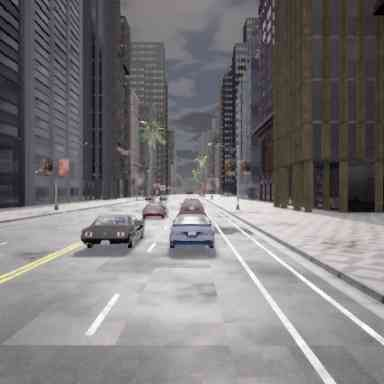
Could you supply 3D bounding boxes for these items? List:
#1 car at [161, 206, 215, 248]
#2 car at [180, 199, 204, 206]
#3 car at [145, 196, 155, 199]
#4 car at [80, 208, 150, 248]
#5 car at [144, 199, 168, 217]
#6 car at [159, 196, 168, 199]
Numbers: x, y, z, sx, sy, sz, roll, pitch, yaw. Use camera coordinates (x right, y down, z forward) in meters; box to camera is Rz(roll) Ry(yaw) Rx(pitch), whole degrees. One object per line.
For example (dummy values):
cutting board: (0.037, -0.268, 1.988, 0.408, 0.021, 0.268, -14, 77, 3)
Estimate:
car: (0.000, 1.563, 14.650, 2.033, 1.411, 5.357, 0, 0, 0)
car: (0.000, 1.366, 29.620, 2.097, 1.767, 4.553, 0, 0, 0)
car: (-9.750, 1.589, 76.709, 1.895, 1.301, 4.718, 0, 0, 0)
car: (-3.250, 1.616, 14.680, 1.895, 1.301, 4.718, 0, 0, 0)
car: (-3.250, 1.572, 29.651, 1.994, 1.385, 4.181, 0, 0, 0)
car: (-6.500, 1.533, 76.739, 2.033, 1.411, 5.357, 0, 0, 0)
